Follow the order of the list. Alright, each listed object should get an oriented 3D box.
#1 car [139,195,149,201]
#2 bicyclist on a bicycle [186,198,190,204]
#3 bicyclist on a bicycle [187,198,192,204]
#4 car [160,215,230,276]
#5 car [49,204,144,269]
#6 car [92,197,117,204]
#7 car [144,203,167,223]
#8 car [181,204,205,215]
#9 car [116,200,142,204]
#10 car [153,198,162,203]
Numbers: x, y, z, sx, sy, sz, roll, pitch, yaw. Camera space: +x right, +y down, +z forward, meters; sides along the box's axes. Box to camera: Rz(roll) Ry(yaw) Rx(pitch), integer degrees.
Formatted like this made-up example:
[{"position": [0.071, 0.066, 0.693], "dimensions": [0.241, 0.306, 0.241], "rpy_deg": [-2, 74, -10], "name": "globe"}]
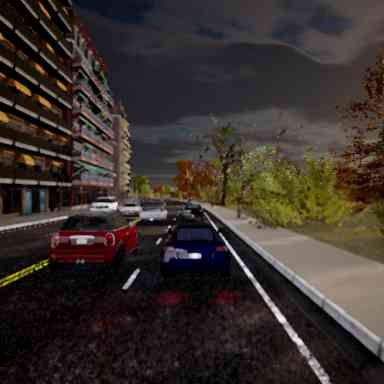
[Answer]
[{"position": [-11.393, 1.622, 79.144], "dimensions": [2.150, 2.045, 5.566], "rpy_deg": [0, -1, -4], "name": "car"}, {"position": [-1.033, 2.254, 83.407], "dimensions": [0.866, 1.612, 1.509], "rpy_deg": [0, -1, -4], "name": "bicyclist on a bicycle"}, {"position": [-0.412, 2.100, 74.352], "dimensions": [0.659, 1.776, 1.843], "rpy_deg": [0, 0, -4], "name": "bicyclist on a bicycle"}, {"position": [0.089, 1.671, 10.787], "dimensions": [1.994, 1.385, 4.181], "rpy_deg": [0, 0, 0], "name": "car"}, {"position": [-3.159, 1.466, 11.678], "dimensions": [2.097, 1.767, 4.553], "rpy_deg": [0, -1, 0], "name": "car"}, {"position": [-9.877, 1.596, 37.814], "dimensions": [2.150, 2.045, 5.566], "rpy_deg": [0, 0, 0], "name": "car"}, {"position": [-3.146, 1.879, 28.209], "dimensions": [1.895, 1.301, 4.718], "rpy_deg": [0, -1, 0], "name": "car"}, {"position": [0.102, 1.785, 29.708], "dimensions": [2.128, 1.511, 4.902], "rpy_deg": [0, -1, 0], "name": "car"}, {"position": [-6.622, 1.884, 36.178], "dimensions": [1.812, 1.442, 4.674], "rpy_deg": [0, -1, 0], "name": "car"}, {"position": [-8.004, 2.204, 77.221], "dimensions": [1.882, 1.535, 5.008], "rpy_deg": [0, -1, -4], "name": "car"}]
